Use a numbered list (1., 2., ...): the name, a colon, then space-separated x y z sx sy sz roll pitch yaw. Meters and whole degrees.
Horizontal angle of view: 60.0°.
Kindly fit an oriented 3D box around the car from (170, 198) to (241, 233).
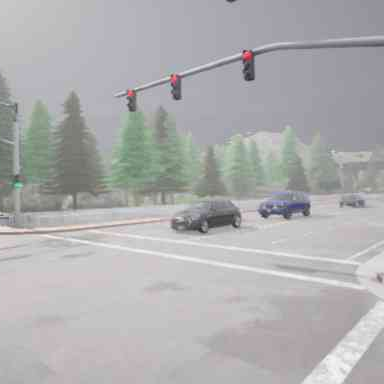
1. car: 0.851 1.268 19.135 2.097 1.767 4.553 -1 0 42

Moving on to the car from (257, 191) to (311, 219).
1. car: 7.489 0.984 26.419 2.150 2.045 5.566 -1 0 43

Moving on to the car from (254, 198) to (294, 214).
1. car: 8.002 1.299 32.166 1.994 1.385 4.181 -1 0 42

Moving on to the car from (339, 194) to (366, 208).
1. car: 18.521 1.051 38.377 1.837 1.490 4.892 -1 0 42

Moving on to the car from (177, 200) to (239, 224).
1. car: 1.298 1.394 24.817 1.837 1.490 4.892 -1 0 42
